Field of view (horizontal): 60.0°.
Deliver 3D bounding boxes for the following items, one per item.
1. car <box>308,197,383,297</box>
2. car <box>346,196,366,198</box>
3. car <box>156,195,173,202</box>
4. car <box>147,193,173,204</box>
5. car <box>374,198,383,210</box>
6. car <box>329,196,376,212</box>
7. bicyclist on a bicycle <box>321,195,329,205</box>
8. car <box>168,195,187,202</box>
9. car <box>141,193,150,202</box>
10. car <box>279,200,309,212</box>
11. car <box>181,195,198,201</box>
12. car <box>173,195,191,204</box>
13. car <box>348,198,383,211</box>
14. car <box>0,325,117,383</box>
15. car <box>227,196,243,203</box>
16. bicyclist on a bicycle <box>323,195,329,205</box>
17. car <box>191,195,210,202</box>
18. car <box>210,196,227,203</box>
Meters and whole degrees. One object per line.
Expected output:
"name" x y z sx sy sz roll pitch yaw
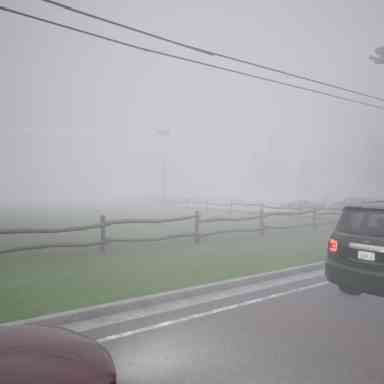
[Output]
"car" 5.308 1.222 7.390 5.566 2.045 2.150 0 0 -34
"car" 17.249 1.354 35.913 2.097 1.767 4.553 0 0 -34
"car" -6.493 1.526 77.258 1.812 1.442 4.674 0 0 -34
"car" -6.261 1.508 64.560 1.837 1.490 4.892 0 0 -34
"car" 25.848 1.528 41.943 1.812 1.442 4.674 0 0 -34
"car" 19.005 1.354 39.571 2.097 1.767 4.553 0 0 -34
"bicyclist on a bicycle" 22.015 1.305 55.008 0.582 1.620 1.656 0 0 43
"car" -3.578 1.542 79.196 2.033 1.411 5.357 0 0 -34
"car" -9.468 1.227 75.410 2.150 2.045 5.566 0 0 -34
"car" 12.221 1.549 37.114 2.033 1.411 5.357 0 0 -34
"car" -0.665 1.527 81.137 1.812 1.442 4.674 0 0 -34
"car" -2.723 1.507 65.572 1.837 1.490 4.892 0 0 -34
"car" 22.104 1.528 41.235 1.812 1.442 4.674 0 0 -34
"car" -2.730 1.526 1.877 4.674 1.442 1.812 0 0 -34
"car" 8.364 1.507 67.905 1.837 1.490 4.892 0 0 -34
"bicyclist on a bicycle" 22.152 1.305 54.461 1.656 1.620 0.582 0 0 -44
"car" 0.725 1.493 66.719 2.128 1.511 4.902 0 0 -34
"car" 4.288 1.505 67.693 1.837 1.490 4.892 0 -1 -34
